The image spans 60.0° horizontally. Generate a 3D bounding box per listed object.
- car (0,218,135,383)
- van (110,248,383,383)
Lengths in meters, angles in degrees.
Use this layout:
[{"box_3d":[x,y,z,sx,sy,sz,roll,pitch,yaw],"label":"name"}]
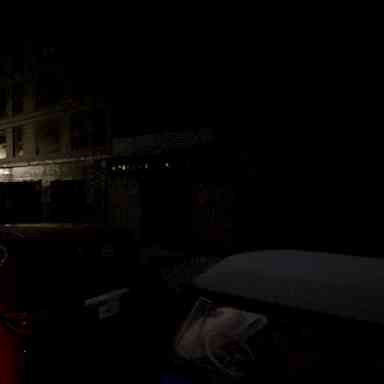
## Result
[{"box_3d":[-2.813,1.315,4.870,5.009,1.841,2.192,0,0,35],"label":"car"},{"box_3d":[1.593,1.341,1.737,3.998,1.788,1.690,0,0,35],"label":"van"}]
